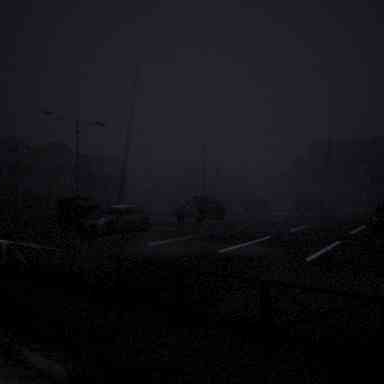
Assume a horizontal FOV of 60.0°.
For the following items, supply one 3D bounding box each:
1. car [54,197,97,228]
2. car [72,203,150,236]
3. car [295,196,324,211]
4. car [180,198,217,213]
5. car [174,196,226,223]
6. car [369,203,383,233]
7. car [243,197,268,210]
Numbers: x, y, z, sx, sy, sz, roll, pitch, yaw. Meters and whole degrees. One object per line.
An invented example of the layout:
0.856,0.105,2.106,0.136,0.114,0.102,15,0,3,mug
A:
-6.507,1.240,20.524,1.905,1.878,3.866,-1,0,35,car
-4.139,1.493,18.108,1.970,1.475,3.806,-1,0,35,car
13.293,1.258,37.463,2.152,1.636,5.027,-1,0,35,car
0.808,1.498,37.242,2.007,1.523,4.514,-1,0,35,car
0.713,1.230,25.062,1.932,1.855,4.605,-1,0,35,car
10.486,1.312,17.303,2.007,1.523,4.514,-1,0,35,car
7.862,1.398,40.894,1.970,1.475,3.806,-1,0,35,car
